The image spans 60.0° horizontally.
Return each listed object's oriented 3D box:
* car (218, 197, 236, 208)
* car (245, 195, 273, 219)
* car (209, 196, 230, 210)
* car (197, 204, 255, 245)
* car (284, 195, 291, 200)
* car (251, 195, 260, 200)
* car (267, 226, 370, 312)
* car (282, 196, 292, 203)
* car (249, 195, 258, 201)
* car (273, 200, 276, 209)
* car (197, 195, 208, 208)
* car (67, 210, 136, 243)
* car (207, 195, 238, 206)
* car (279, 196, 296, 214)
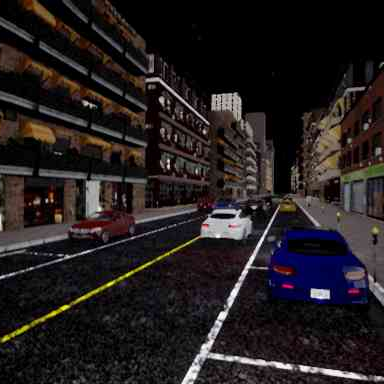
[{"bbox_3d":[5.149,1.491,48.401,1.887,1.381,4.507,0,0,16],"label":"car"},{"bbox_3d":[5.642,1.328,29.031,2.097,1.767,4.553,0,0,16],"label":"car"},{"bbox_3d":[3.605,1.390,42.979,1.967,1.590,4.097,0,0,16],"label":"car"},{"bbox_3d":[1.682,1.510,15.454,1.812,1.442,4.674,0,0,16],"label":"car"},{"bbox_3d":[25.605,1.456,89.630,1.752,1.417,4.829,0,0,16],"label":"car"},{"bbox_3d":[17.499,1.459,91.767,2.008,1.369,4.403,0,0,16],"label":"car"},{"bbox_3d":[2.753,1.522,7.721,1.812,1.442,4.674,0,0,16],"label":"car"},{"bbox_3d":[19.383,1.501,67.784,2.008,1.369,4.403,0,0,16],"label":"car"},{"bbox_3d":[15.955,1.464,86.345,2.008,1.369,4.403,0,0,16],"label":"car"},{"bbox_3d":[10.025,1.468,44.412,1.837,1.490,4.892,0,0,16],"label":"car"},{"bbox_3d":[2.063,1.269,37.559,2.192,1.841,5.009,0,0,16],"label":"car"},{"bbox_3d":[-4.114,1.551,15.877,1.802,1.307,4.206,0,0,16],"label":"car"},{"bbox_3d":[3.284,1.316,32.373,2.097,1.767,4.553,0,0,16],"label":"car"},{"bbox_3d":[10.167,1.502,35.424,1.752,1.417,4.829,0,0,16],"label":"car"}]
